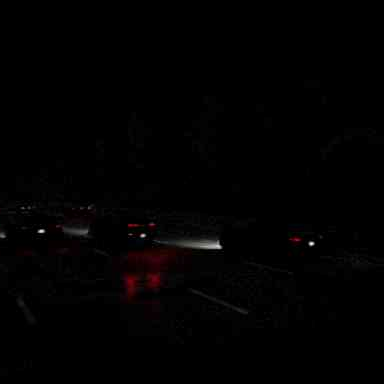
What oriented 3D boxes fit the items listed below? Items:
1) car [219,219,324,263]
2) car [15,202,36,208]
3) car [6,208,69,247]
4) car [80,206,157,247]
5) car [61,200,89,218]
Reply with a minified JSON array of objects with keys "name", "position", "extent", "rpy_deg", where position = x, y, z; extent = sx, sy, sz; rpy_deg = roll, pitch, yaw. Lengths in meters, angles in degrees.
[{"name":"car","position":[2.951,1.755,13.056],"extent":[1.994,1.385,4.181],"rpy_deg":[1,-1,-35]},{"name":"car","position":[-19.771,1.857,39.450],"extent":[2.033,1.411,5.357],"rpy_deg":[1,-1,-35]},{"name":"car","position":[-7.650,1.682,16.004],"extent":[1.994,1.385,4.181],"rpy_deg":[1,-1,-35]},{"name":"car","position":[-3.486,1.653,16.158],"extent":[2.128,1.511,4.902],"rpy_deg":[1,-1,-35]},{"name":"car","position":[-12.094,1.653,34.583],"extent":[2.097,1.767,4.553],"rpy_deg":[1,-1,-35]}]
